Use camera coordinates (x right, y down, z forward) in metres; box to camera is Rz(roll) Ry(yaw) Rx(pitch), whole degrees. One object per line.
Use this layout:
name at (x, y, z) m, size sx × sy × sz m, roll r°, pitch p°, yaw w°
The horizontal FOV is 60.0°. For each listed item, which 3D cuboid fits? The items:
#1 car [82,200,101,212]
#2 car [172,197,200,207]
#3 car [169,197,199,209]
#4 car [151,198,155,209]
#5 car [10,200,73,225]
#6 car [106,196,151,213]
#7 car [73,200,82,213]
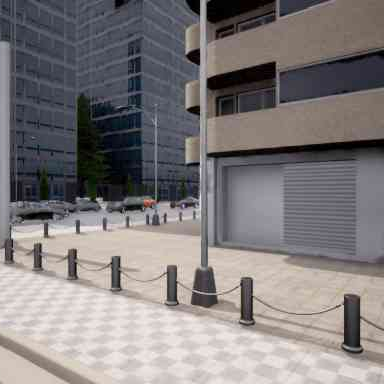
car at (-11.722, 1.508, 35.292) m, size 1.994 × 1.385 × 4.181 m, roll 0°, pitch 0°, yaw 36°
car at (-0.818, 1.470, 50.374) m, size 1.812 × 1.442 × 4.674 m, roll 0°, pitch 0°, yaw 36°
car at (-0.977, 1.449, 44.198) m, size 1.837 × 1.490 × 4.892 m, roll 0°, pitch 0°, yaw 36°
car at (-6.781, 1.297, 42.142) m, size 2.097 × 1.767 × 4.553 m, roll 0°, pitch 0°, yaw 36°
car at (-11.384, 1.436, 23.459) m, size 2.128 × 1.511 × 4.902 m, roll 0°, pitch 0°, yaw 36°
car at (-7.047, 1.297, 35.798) m, size 2.097 × 1.767 × 4.553 m, roll 0°, pitch 0°, yaw 36°
car at (-12.387, 1.436, 28.395) m, size 2.128 × 1.511 × 4.902 m, roll 0°, pitch 0°, yaw 36°
